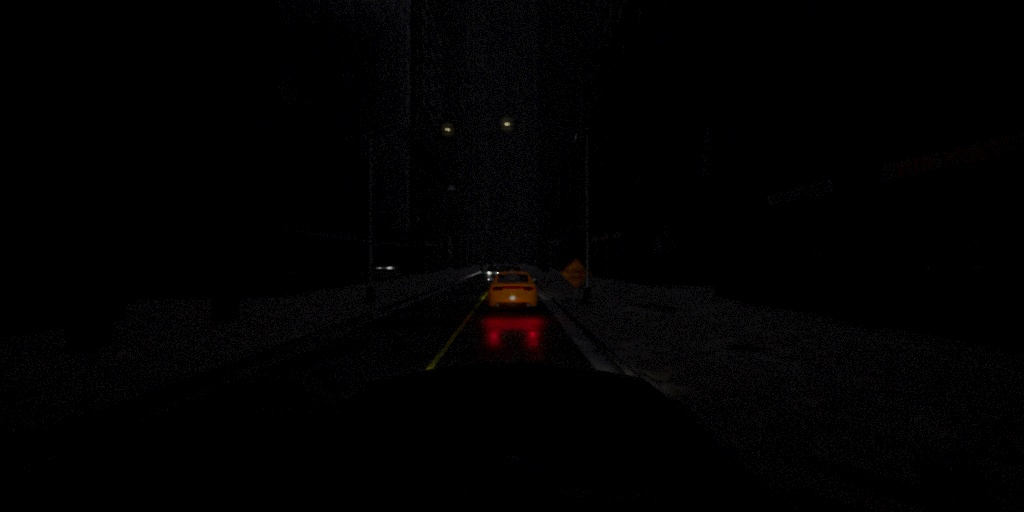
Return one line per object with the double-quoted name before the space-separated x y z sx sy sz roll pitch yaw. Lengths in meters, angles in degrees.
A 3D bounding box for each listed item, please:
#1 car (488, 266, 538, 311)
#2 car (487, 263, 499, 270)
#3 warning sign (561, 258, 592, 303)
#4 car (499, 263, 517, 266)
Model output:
"car" 0.053 1.383 15.455 1.882 1.535 5.008 0 0 0
"car" -3.039 1.951 60.312 1.812 1.442 4.674 0 -1 1
"warning sign" 2.719 1.018 15.192 1.300 1.860 1.060 0 0 0
"car" 0.051 1.595 29.876 1.812 1.442 4.674 0 0 1
